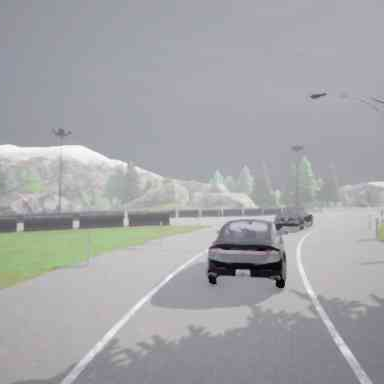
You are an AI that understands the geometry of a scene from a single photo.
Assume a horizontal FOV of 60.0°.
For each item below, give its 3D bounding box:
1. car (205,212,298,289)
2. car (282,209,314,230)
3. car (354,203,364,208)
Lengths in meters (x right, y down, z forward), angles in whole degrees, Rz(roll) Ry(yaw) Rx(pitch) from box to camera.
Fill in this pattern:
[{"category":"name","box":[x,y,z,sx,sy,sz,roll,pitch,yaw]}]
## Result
[{"category":"car","box":[1.625,1.526,9.378,2.128,1.511,4.902,0,-1,13]},{"category":"car","box":[7.362,1.893,23.752,2.033,1.411,5.357,-1,-2,29]},{"category":"car","box":[39.923,3.787,75.293,4.892,1.490,1.837,1,-3,-21]}]
